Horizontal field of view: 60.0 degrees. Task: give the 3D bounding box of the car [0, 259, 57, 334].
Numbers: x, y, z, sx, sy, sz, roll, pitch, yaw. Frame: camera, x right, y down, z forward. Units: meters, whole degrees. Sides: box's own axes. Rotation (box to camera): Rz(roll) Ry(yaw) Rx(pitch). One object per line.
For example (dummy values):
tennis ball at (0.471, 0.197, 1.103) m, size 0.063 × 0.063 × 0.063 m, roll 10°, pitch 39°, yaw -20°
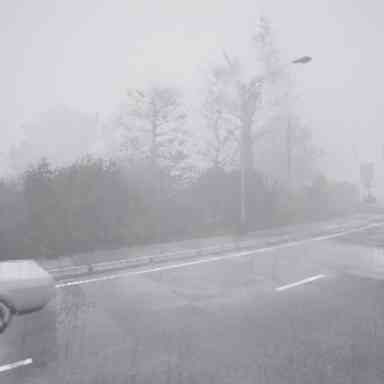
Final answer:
car at (-4.726, 1.627, 5.010) m, size 4.718 × 1.301 × 1.895 m, roll 0°, pitch 0°, yaw -36°
